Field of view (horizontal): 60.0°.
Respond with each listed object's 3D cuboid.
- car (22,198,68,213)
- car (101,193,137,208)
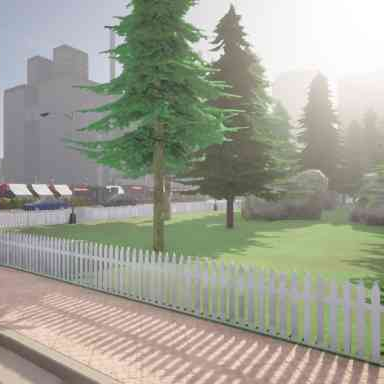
[{"bbox_3d":[-16.542,1.478,37.612,1.882,1.535,5.008,0,0,34],"label":"car"},{"bbox_3d":[-10.166,1.224,47.043,2.150,2.045,5.566,0,0,34],"label":"car"}]
